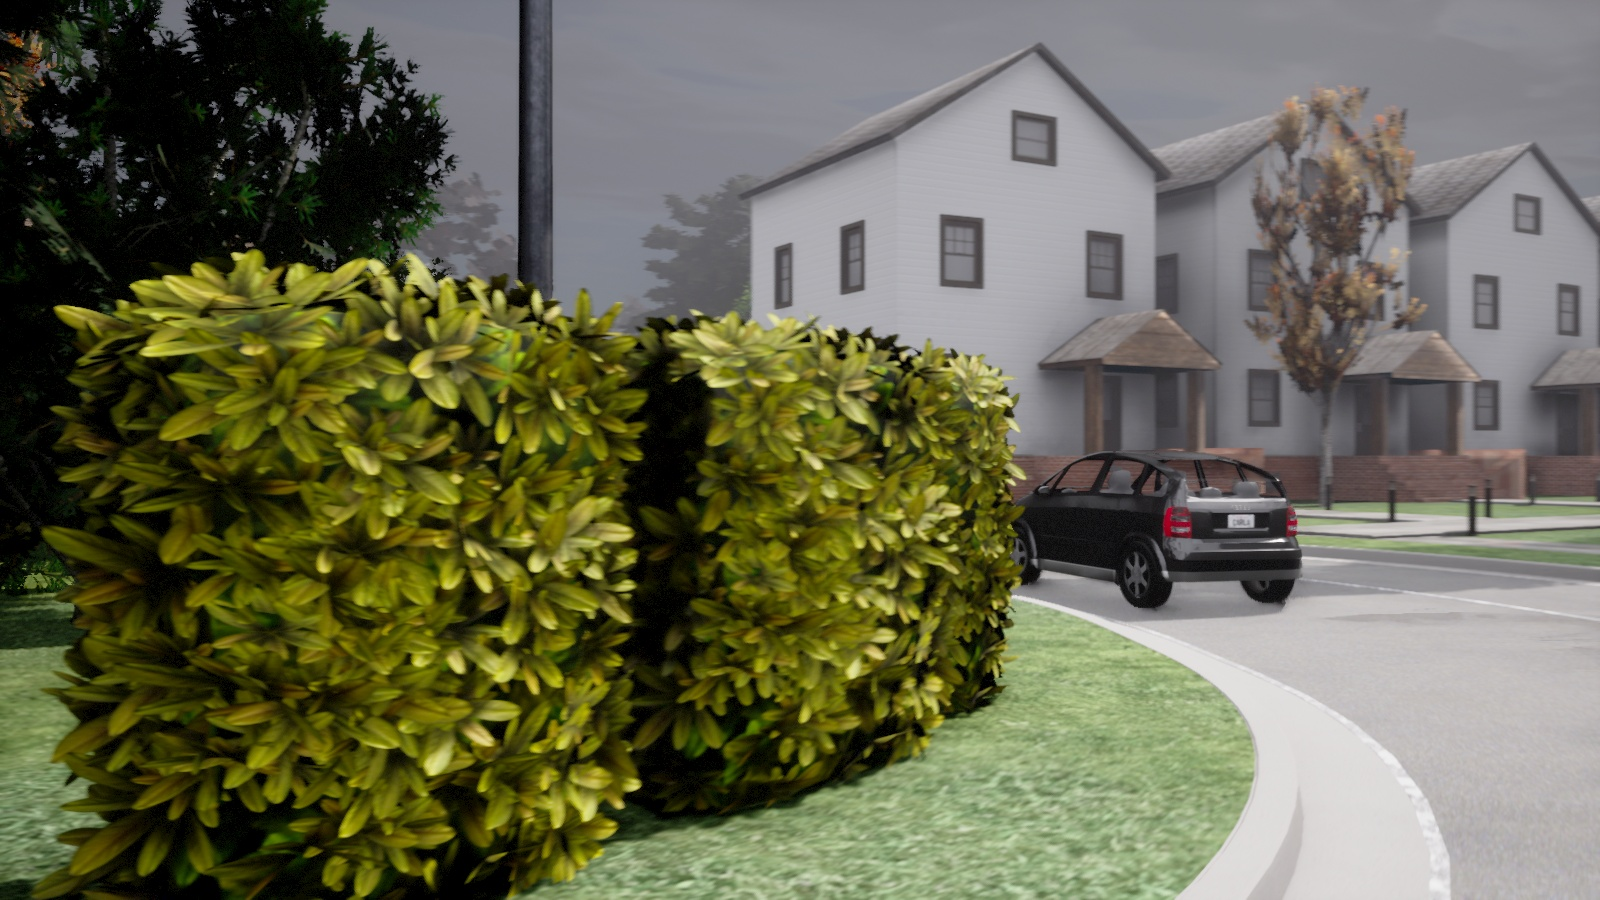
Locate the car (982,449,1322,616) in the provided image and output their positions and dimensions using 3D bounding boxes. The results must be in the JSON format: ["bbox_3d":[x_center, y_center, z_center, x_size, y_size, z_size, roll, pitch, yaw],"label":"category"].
[{"bbox_3d":[3.635,0.776,13.670,1.789,1.549,3.705,0,0,-19],"label":"car"}]
